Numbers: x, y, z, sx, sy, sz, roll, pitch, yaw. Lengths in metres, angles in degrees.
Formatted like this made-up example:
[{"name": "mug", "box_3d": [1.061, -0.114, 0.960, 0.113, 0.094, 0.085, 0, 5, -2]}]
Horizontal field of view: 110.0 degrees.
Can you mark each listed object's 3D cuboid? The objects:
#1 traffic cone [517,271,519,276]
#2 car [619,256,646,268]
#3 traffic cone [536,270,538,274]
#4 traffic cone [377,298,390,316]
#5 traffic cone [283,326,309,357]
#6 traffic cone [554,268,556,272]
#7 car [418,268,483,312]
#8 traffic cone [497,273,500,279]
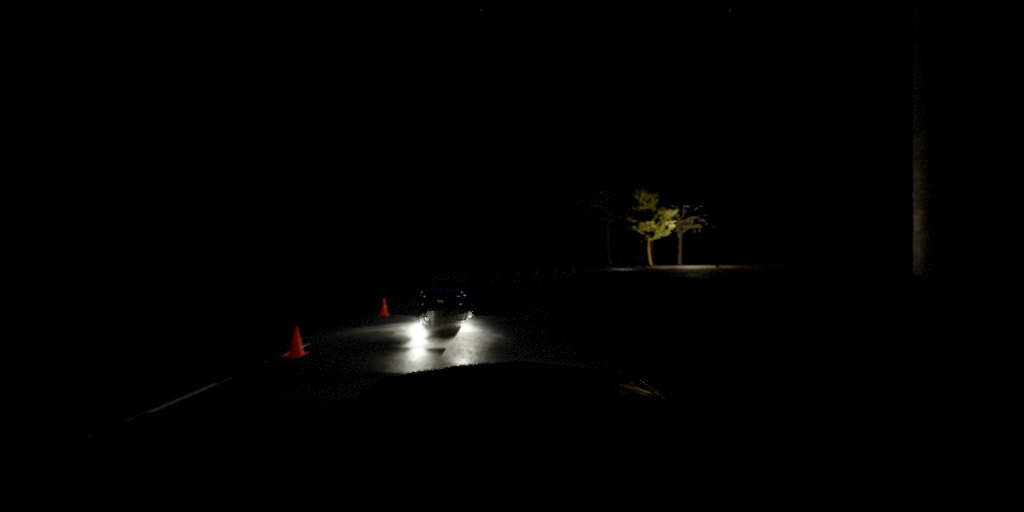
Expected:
[{"name": "traffic cone", "box_3d": [0.613, 1.815, 37.615, 0.340, 0.580, 0.340, 0, 0, 24]}, {"name": "car", "box_3d": [20.287, 1.003, 60.317, 5.566, 2.045, 2.150, 0, 0, -41]}, {"name": "traffic cone", "box_3d": [2.923, 1.831, 42.293, 0.340, 0.580, 0.340, 0, 0, 29]}, {"name": "traffic cone", "box_3d": [-4.385, 1.739, 12.281, 0.340, 0.580, 0.340, 0, 0, 0]}, {"name": "traffic cone", "box_3d": [-4.380, 1.723, 7.281, 0.340, 0.580, 0.340, 0, 0, 0]}, {"name": "traffic cone", "box_3d": [5.636, 1.838, 46.748, 0.340, 0.580, 0.340, 0, 0, 34]}, {"name": "car", "box_3d": [-2.335, 1.268, 14.608, 1.882, 1.535, 5.008, 0, 0, 2]}, {"name": "traffic cone", "box_3d": [-1.275, 1.800, 32.751, 0.340, 0.580, 0.340, 0, 0, 19]}]
